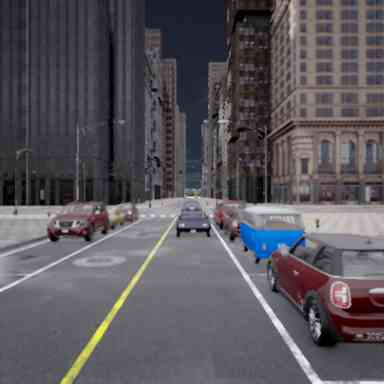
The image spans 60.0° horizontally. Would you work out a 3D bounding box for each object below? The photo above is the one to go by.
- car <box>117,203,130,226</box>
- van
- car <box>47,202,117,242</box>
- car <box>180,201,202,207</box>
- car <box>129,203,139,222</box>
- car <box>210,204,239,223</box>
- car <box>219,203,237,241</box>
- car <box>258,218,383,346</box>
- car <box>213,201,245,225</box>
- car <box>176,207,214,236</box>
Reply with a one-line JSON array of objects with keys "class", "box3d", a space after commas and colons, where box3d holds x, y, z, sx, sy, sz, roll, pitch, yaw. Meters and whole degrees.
[{"class": "car", "box3d": [-5.791, 1.738, 23.092, 1.752, 1.417, 4.829, 0, -1, 0]}, {"class": "van", "box3d": [2.747, 1.451, 12.072, 1.690, 1.788, 3.998, 0, -1, 0]}, {"class": "car", "box3d": [-5.785, 1.478, 17.662, 2.192, 1.841, 5.009, 0, -1, 0]}, {"class": "car", "box3d": [-0.087, 1.664, 33.849, 2.097, 1.767, 4.553, 0, -1, -2]}, {"class": "car", "box3d": [-5.798, 1.705, 28.864, 1.967, 1.590, 4.097, 0, -1, 0]}, {"class": "car", "box3d": [2.728, 1.813, 28.874, 2.008, 1.369, 4.403, 0, -1, 0]}, {"class": "car", "box3d": [2.741, 1.601, 17.672, 1.967, 1.590, 4.097, 0, -1, 0]}, {"class": "car", "box3d": [2.753, 1.499, 6.469, 1.967, 1.590, 4.097, 0, -1, 0]}, {"class": "car", "box3d": [2.734, 1.526, 23.275, 2.192, 1.841, 5.009, 0, -1, 0]}, {"class": "car", "box3d": [0.076, 1.779, 19.540, 1.895, 1.301, 4.718, 0, -1, 0]}]
